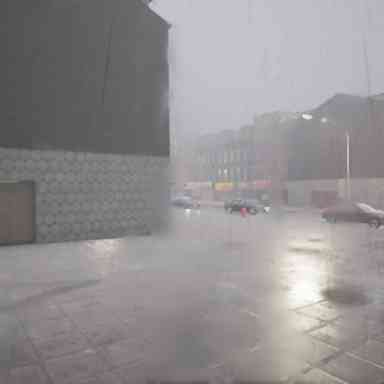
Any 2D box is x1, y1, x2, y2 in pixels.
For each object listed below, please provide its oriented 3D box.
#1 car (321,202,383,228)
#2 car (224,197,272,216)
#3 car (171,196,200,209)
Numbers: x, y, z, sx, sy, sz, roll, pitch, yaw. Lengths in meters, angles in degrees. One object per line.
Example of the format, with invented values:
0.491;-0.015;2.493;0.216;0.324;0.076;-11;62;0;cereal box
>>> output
10.740;1.430;21.627;1.812;1.442;4.674;-1;1;-34;car
4.923;1.261;29.795;2.128;1.511;4.902;-1;1;-35;car
-0.957;1.157;38.079;1.812;1.442;4.674;-1;1;-35;car
